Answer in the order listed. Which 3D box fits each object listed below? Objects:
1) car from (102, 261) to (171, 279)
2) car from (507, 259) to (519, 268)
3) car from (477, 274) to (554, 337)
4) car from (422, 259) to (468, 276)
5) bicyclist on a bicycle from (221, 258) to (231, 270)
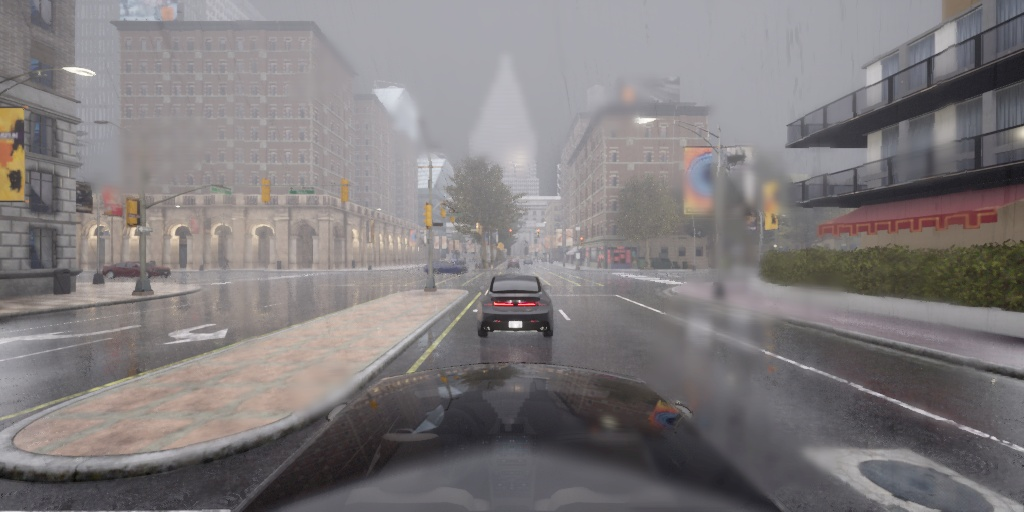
[{"bbox_3d":[-33.650,1.228,32.251,5.008,1.535,1.882,0,0,0],"label":"car"},{"bbox_3d":[0.253,1.275,62.657,1.812,1.442,4.674,0,0,0],"label":"car"},{"bbox_3d":[0.096,1.255,10.292,1.837,1.490,4.892,0,0,0],"label":"car"},{"bbox_3d":[-6.948,1.275,37.385,4.674,1.442,1.812,0,0,-29],"label":"car"},{"bbox_3d":[-37.198,1.050,46.709,0.582,1.620,1.656,0,0,0],"label":"bicyclist on a bicycle"}]
